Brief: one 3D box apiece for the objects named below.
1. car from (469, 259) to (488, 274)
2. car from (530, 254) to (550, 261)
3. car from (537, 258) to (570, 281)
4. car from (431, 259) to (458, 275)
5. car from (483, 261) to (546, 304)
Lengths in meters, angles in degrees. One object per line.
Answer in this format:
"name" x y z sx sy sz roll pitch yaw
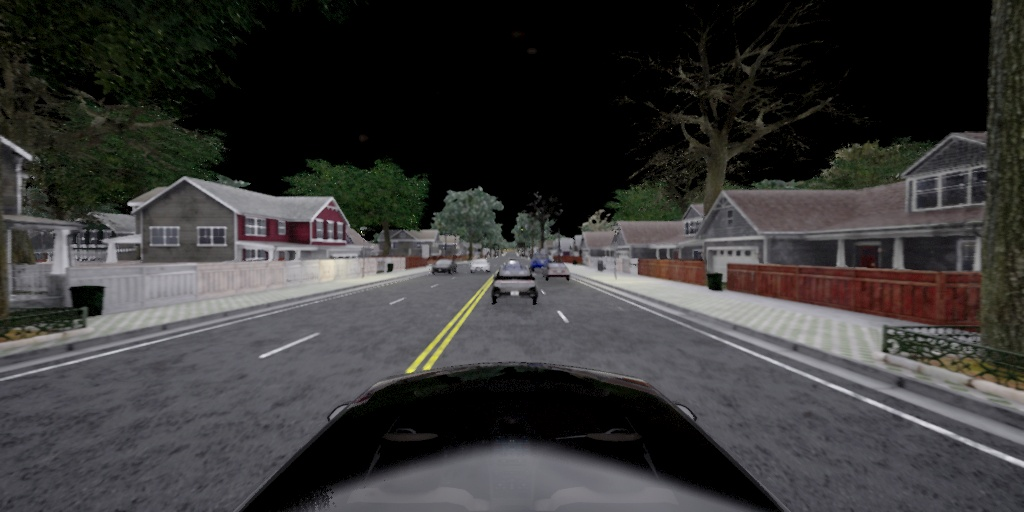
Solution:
"car" -3.249 1.064 37.644 1.812 1.442 4.674 0 0 1
"car" 3.307 0.740 41.831 2.150 2.045 5.566 0 1 1
"car" 3.373 1.144 28.236 2.033 1.411 5.357 0 0 0
"car" -6.523 1.029 35.112 1.882 1.535 5.008 0 0 1
"car" 0.108 1.159 15.658 2.128 1.511 4.902 0 0 0
